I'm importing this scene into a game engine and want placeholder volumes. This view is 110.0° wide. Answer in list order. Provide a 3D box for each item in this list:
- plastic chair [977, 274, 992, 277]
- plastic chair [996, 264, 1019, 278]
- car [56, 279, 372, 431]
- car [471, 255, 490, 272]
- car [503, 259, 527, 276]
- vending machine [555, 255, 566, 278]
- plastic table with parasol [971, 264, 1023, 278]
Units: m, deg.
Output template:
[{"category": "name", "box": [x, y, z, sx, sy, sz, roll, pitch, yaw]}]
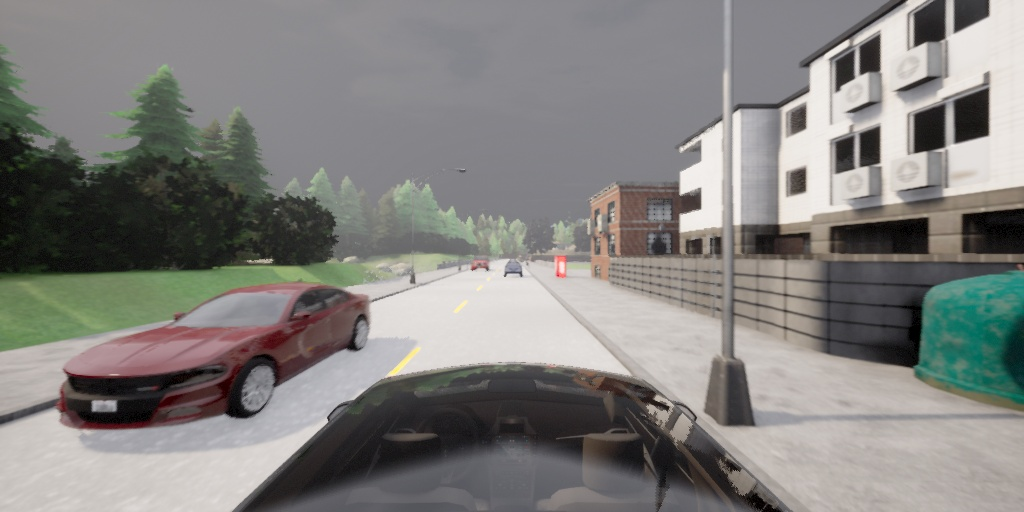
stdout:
[{"category": "plastic chair", "box": [47.714, 1.268, 36.508, 0.730, 1.272, 0.750, 0, 0, 0]}, {"category": "plastic chair", "box": [48.813, 1.269, 35.307, 0.750, 1.272, 0.730, 0, 0, 0]}, {"category": "car", "box": [-4.098, 1.227, 6.101, 1.882, 1.535, 5.008, 0, 0, 0]}, {"category": "car", "box": [-4.064, 0.956, 46.984, 2.150, 2.045, 5.566, 0, 1, 0]}, {"category": "car", "box": [0.120, 1.288, 36.620, 2.033, 1.411, 5.357, 0, 0, -1]}, {"category": "vending machine", "box": [4.311, 0.938, 31.649, 1.100, 2.100, 0.880, 0, 0, 0]}, {"category": "plastic table with parasol", "box": [48.984, 0.664, 36.446, 2.482, 2.480, 2.482, 0, 0, 0]}]
